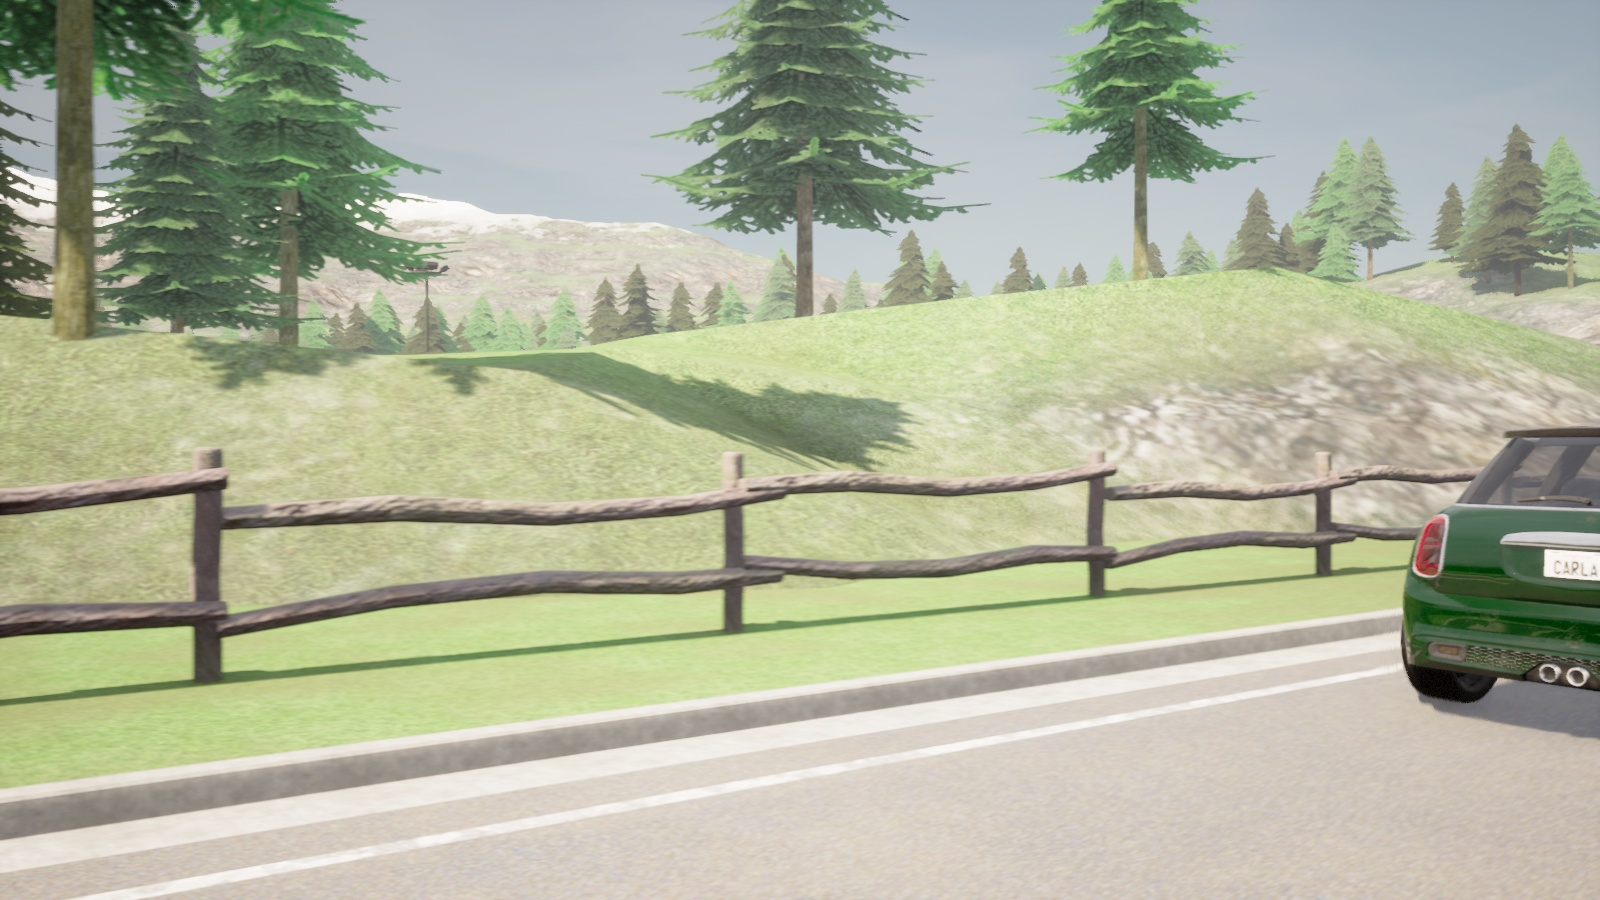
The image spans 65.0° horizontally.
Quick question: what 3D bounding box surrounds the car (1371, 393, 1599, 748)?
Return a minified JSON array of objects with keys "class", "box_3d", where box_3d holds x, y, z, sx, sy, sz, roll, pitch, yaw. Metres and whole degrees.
[{"class":"car","box_3d":[5.760,0.595,7.669,4.553,1.767,2.097,0,0,-35]}]
